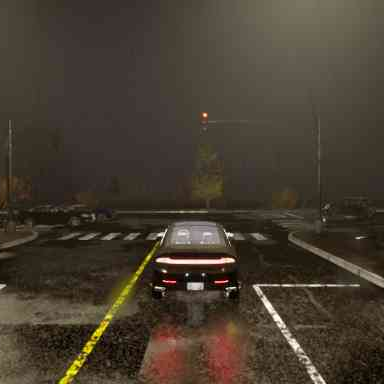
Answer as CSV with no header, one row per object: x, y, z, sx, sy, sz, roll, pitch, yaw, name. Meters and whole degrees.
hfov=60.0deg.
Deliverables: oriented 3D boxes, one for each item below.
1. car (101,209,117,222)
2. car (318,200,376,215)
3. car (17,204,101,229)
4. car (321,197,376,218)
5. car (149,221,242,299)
-8.176,1.614,25.348,4.718,1.301,1.895,-1,0,1,car
14.752,1.429,31.820,4.718,1.301,1.895,0,1,-2,car
-8.978,1.551,22.083,4.902,1.511,2.128,-2,1,1,car
13.147,1.232,28.539,4.553,1.767,2.097,0,1,-1,car
0.084,1.489,8.436,2.128,1.511,4.902,0,0,1,car
